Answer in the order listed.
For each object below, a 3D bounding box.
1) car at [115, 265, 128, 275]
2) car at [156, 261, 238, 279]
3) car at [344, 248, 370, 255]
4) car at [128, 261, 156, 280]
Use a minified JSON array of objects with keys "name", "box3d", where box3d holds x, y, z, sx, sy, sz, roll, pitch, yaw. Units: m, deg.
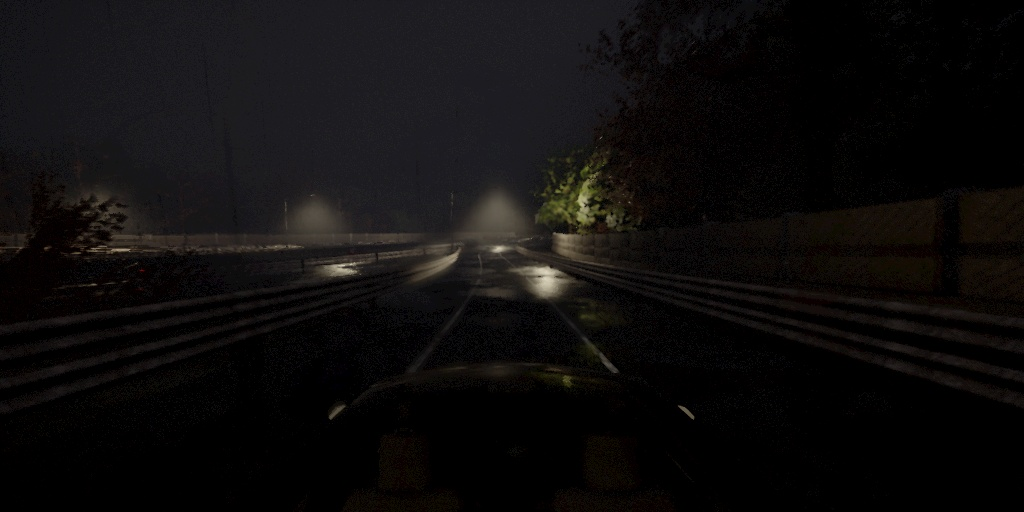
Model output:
[{"name":"car","box3d":[-32.423,1.168,32.091,1.994,1.385,4.181,1,4,19]},{"name":"car","box3d":[-25.756,1.201,29.952,2.128,1.511,4.902,1,4,19]},{"name":"car","box3d":[-24.039,-0.542,55.861,1.994,1.385,4.181,1,4,20]},{"name":"car","box3d":[-29.095,1.165,31.004,1.837,1.490,4.892,1,4,19]}]
